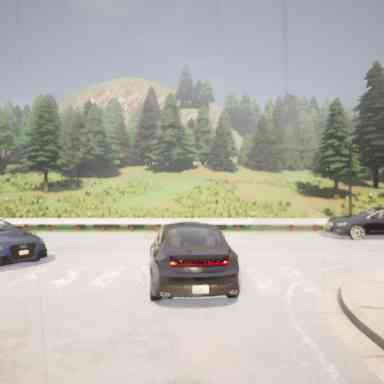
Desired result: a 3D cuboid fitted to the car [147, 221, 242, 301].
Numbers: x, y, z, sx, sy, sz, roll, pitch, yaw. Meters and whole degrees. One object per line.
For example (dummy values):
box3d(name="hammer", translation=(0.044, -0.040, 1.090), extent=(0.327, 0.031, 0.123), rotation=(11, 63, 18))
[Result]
box3d(name="car", translation=(-0.107, 1.494, 8.356), extent=(1.837, 1.490, 4.892), rotation=(0, 0, -6))

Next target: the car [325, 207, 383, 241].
box3d(name="car", translation=(9.012, 1.470, 16.010), extent=(4.902, 1.511, 2.128), rotation=(0, 0, 0))

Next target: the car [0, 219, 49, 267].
box3d(name="car", translation=(-6.542, 1.550, 10.523), extent=(4.181, 1.385, 1.994), rotation=(0, 0, 30))
